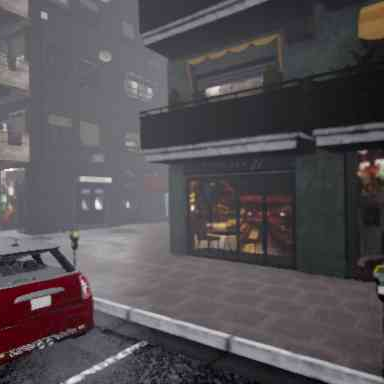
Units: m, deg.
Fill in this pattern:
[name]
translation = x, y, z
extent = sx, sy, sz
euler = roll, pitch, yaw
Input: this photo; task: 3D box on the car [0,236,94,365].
[car]
translation = -3.512, 1.438, 5.374
extent = 4.097, 1.590, 1.967
euler = 0, -1, 35
